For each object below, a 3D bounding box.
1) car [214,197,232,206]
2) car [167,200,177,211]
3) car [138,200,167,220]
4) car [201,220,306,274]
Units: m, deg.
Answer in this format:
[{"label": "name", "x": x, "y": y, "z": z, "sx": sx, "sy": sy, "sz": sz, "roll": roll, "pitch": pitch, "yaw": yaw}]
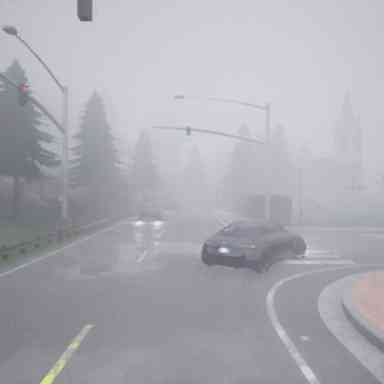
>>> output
[{"label": "car", "x": 6.558, "y": 1.566, "z": 61.819, "sx": 5.566, "sy": 2.045, "sz": 2.150, "roll": 0, "pitch": 0, "yaw": -40}, {"label": "car", "x": -3.321, "y": 1.766, "z": 44.125, "sx": 2.033, "sy": 1.411, "sz": 5.357, "roll": 0, "pitch": 0, "yaw": 9}, {"label": "car", "x": -3.582, "y": 1.653, "z": 29.866, "sx": 1.837, "sy": 1.490, "sz": 4.892, "roll": 0, "pitch": 0, "yaw": 0}, {"label": "car", "x": 2.138, "y": 1.608, "z": 10.933, "sx": 1.994, "sy": 1.385, "sz": 4.181, "roll": -1, "pitch": -1, "yaw": 38}]
